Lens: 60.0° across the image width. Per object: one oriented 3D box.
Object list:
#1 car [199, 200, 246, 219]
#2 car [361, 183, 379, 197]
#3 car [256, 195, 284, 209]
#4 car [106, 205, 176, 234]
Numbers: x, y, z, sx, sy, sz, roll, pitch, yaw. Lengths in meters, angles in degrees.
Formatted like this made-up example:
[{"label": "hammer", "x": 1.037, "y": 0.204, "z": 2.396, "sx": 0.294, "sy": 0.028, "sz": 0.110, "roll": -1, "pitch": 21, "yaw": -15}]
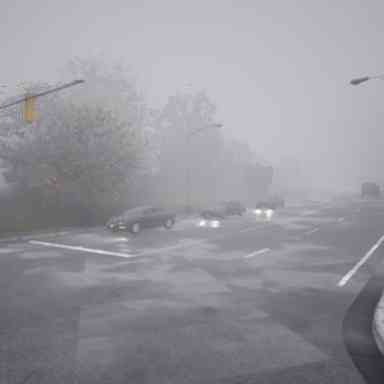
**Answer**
[{"label": "car", "x": 2.772, "y": 1.430, "z": 28.287, "sx": 2.033, "sy": 1.411, "sz": 5.357, "roll": -1, "pitch": 1, "yaw": 35}, {"label": "car", "x": 26.791, "y": -0.366, "z": 50.082, "sx": 2.150, "sy": 2.045, "sz": 5.566, "roll": -1, "pitch": 2, "yaw": 32}, {"label": "car", "x": 8.570, "y": 1.075, "z": 36.434, "sx": 1.994, "sy": 1.385, "sz": 4.181, "roll": -1, "pitch": 2, "yaw": 36}, {"label": "car", "x": -2.984, "y": 1.590, "z": 20.179, "sx": 1.837, "sy": 1.490, "sz": 4.892, "roll": -1, "pitch": 0, "yaw": 36}]
